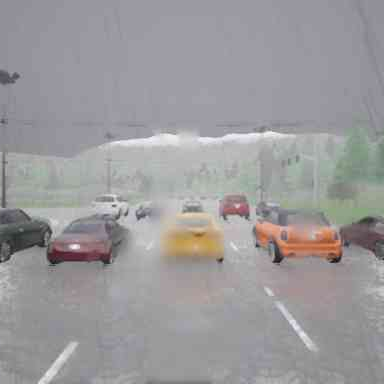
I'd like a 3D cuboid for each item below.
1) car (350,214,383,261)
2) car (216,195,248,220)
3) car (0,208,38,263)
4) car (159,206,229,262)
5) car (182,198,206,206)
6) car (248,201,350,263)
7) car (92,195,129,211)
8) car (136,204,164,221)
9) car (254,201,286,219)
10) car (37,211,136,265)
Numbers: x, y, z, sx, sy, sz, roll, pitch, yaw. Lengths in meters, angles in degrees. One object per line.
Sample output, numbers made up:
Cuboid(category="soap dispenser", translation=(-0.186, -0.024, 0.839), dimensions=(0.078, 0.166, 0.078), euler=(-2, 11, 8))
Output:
Cuboid(category="car", translation=(7.071, 1.542, 12.199), dimensions=(1.812, 1.442, 4.674), euler=(0, 0, 0))
Cuboid(category="car", translation=(3.574, 1.258, 28.719), dimensions=(2.150, 2.045, 5.566), euler=(0, 0, 0))
Cuboid(category="car", translation=(-6.930, 1.368, 12.144), dimensions=(2.097, 1.767, 4.553), euler=(0, 0, 0))
Cuboid(category="car", translation=(0.070, 1.494, 12.126), dimensions=(1.882, 1.535, 5.008), euler=(0, 0, 0))
Cuboid(category="car", translation=(0.071, 1.566, 30.551), dimensions=(1.812, 1.442, 4.674), euler=(0, 0, 0))
Cuboid(category="car", translation=(3.571, 1.369, 12.116), dimensions=(2.097, 1.767, 4.553), euler=(0, 0, 0))
Cuboid(category="car", translation=(-6.926, 1.258, 28.660), dimensions=(2.150, 2.045, 5.566), euler=(0, 0, 0))
Cuboid(category="car", translation=(-3.429, 1.637, 27.893), dimensions=(1.895, 1.301, 4.718), euler=(0, 0, 0))
Cuboid(category="car", translation=(7.076, 1.566, 30.540), dimensions=(1.812, 1.442, 4.674), euler=(0, 0, 0))
Cuboid(category="car", translation=(-3.431, 1.580, 11.784), dimensions=(1.994, 1.385, 4.181), euler=(0, 0, 0))
